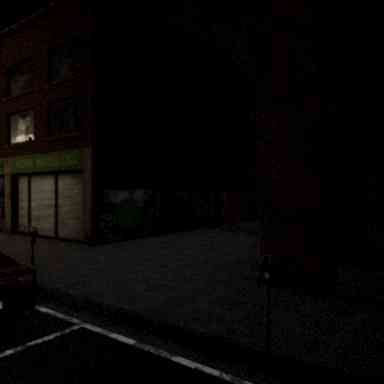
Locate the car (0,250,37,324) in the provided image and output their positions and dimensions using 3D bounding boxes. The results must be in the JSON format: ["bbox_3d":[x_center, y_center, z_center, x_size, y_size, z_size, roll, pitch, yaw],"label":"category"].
[{"bbox_3d":[-4.685,1.543,6.150,4.507,1.381,1.887,0,0,35],"label":"car"}]
